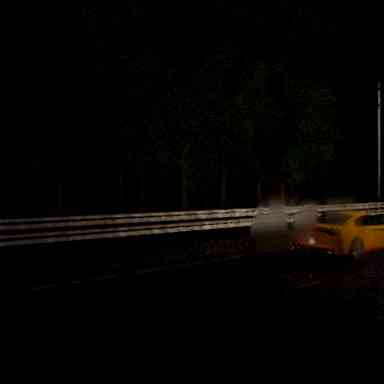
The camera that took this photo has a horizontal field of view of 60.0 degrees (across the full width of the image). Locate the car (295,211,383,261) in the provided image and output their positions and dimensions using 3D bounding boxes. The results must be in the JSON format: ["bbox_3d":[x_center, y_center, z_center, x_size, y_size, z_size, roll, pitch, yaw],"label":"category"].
[{"bbox_3d":[5.913,1.445,12.274,5.008,1.535,1.882,0,0,-36],"label":"car"}]
